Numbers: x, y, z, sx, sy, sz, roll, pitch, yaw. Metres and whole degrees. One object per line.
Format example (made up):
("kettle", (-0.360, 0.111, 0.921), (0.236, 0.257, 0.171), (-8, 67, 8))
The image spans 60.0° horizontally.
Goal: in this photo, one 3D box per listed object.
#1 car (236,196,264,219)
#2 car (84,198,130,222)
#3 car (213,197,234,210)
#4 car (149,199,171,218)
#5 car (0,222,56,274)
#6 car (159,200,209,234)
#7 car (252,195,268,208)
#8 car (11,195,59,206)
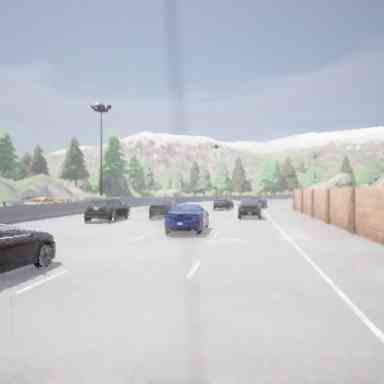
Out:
("car", (4.802, 1.386, 27.882), (1.837, 1.490, 4.892), (0, 0, 9))
("car", (-6.270, 1.230, 25.079), (2.097, 1.767, 4.553), (0, 0, 9))
("car", (3.883, 1.315, 40.133), (2.128, 1.511, 4.902), (0, 0, 17))
("car", (-2.266, 1.377, 28.029), (1.837, 1.490, 4.892), (0, 1, 9))
("car", (-5.341, 1.447, 8.298), (2.128, 1.511, 4.902), (0, 0, 9))
("car", (-0.192, 1.393, 18.621), (1.882, 1.535, 5.008), (0, 0, 9))
("car", (8.608, 1.169, 43.323), (2.097, 1.767, 4.553), (0, 0, 20))
("car", (-15.593, 1.304, 33.981), (1.882, 1.535, 5.008), (0, 0, 10))
